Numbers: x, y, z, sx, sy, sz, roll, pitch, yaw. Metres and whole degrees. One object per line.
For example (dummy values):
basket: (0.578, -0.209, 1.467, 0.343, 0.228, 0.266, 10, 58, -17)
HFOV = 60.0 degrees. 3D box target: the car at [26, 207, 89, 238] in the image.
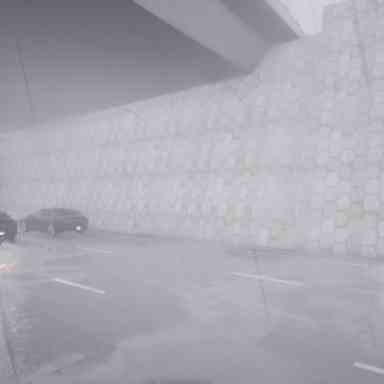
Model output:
car: (-7.769, 1.603, 18.576, 4.892, 1.490, 1.837, 0, -1, 37)

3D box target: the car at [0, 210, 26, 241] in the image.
car: (-10.271, 1.571, 16.079, 4.892, 1.490, 1.837, 0, -1, 37)
